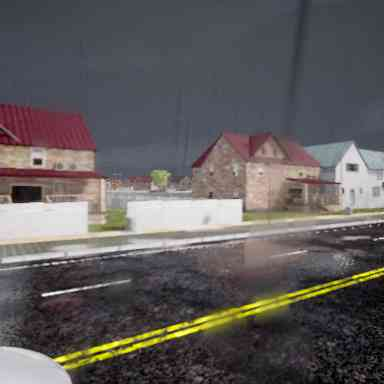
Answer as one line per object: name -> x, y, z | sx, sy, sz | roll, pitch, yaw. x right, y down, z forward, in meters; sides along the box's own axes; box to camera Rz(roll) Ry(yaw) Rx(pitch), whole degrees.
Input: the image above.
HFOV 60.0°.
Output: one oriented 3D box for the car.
car -> -2.893, 1.526, 1.376 | 4.674, 1.442, 1.812 | 0, 0, -35
